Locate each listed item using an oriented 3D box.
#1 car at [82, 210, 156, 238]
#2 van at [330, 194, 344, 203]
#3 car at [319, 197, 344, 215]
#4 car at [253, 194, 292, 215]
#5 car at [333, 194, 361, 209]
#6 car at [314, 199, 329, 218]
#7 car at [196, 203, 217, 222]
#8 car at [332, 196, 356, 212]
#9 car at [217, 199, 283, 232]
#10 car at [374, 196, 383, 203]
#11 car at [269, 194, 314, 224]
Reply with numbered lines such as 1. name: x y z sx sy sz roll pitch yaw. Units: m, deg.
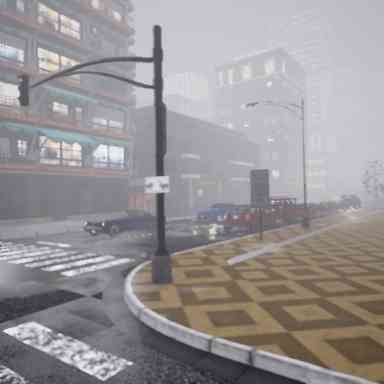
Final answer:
1. car: -3.822 1.745 19.077 1.895 1.301 4.718 -2 -1 37
2. van: 30.407 1.398 69.677 1.690 1.788 3.998 -2 -1 36
3. car: 13.527 1.511 33.483 1.887 1.381 4.507 -2 -1 36
4. car: 8.905 1.315 36.337 2.150 2.045 5.566 -2 -1 36
5. car: 20.158 1.255 42.491 2.192 1.841 5.009 -2 -1 36
6. car: 10.210 1.561 28.980 1.802 1.307 4.206 -2 -1 36
7. car: 2.267 1.598 27.334 1.882 1.535 5.008 -2 -1 36
8. car: 16.845 1.504 37.985 2.008 1.369 4.403 -2 -1 36
9. car: 3.571 1.445 19.976 1.967 1.590 4.097 -2 -1 36
10. car: 36.752 1.417 65.001 1.887 1.381 4.507 -2 -1 36
11. car: 6.887 1.307 24.480 2.192 1.841 5.009 -2 -1 36
